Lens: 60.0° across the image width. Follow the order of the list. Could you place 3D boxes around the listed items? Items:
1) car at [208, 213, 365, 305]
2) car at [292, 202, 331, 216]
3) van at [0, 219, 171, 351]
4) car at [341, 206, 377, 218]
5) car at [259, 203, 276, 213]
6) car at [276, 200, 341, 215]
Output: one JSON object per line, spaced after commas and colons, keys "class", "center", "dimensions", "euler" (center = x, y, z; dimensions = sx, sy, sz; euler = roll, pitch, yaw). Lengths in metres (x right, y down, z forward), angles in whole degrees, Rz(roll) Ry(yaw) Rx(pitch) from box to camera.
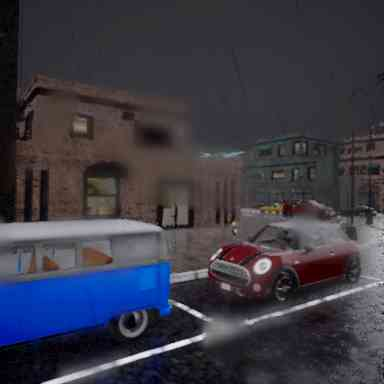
{"class": "car", "center": [2.350, 1.502, 8.224], "dimensions": [4.097, 1.590, 1.967], "euler": [1, 1, -36]}
{"class": "car", "center": [14.517, 2.063, 40.623], "dimensions": [1.967, 1.590, 4.097], "euler": [1, -1, -35]}
{"class": "van", "center": [-2.241, 1.350, 4.942], "dimensions": [3.998, 1.788, 1.690], "euler": [1, 1, -36]}
{"class": "car", "center": [17.683, 2.136, 36.065], "dimensions": [1.947, 1.339, 4.313], "euler": [1, -1, -35]}
{"class": "car", "center": [11.251, 2.204, 45.316], "dimensions": [1.752, 1.417, 4.829], "euler": [1, -1, -35]}
{"class": "car", "center": [10.807, 1.676, 31.287], "dimensions": [2.192, 1.841, 5.009], "euler": [1, -1, -35]}
